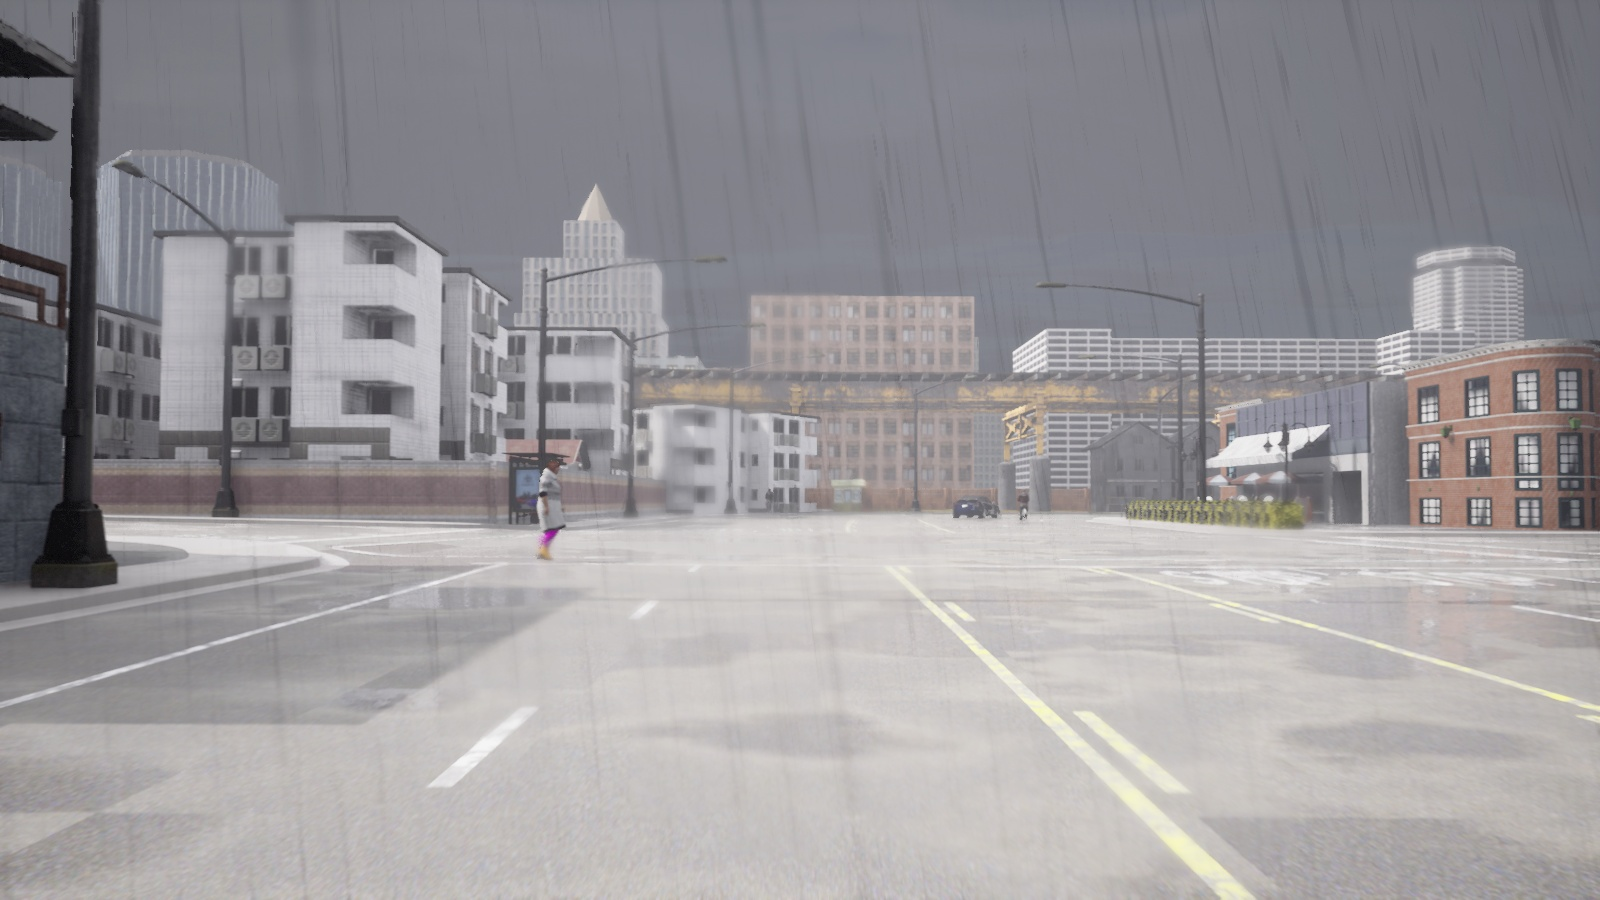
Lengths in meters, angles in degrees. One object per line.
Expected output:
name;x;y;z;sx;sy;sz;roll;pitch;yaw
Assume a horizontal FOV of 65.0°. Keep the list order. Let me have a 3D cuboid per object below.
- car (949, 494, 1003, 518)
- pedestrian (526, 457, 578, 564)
car;11.379;3.567;80.891;2.163;1.488;4.792;-1;-3;25
pedestrian;-4.604;1.125;23.340;0.873;1.952;0.659;0;-2;-4
